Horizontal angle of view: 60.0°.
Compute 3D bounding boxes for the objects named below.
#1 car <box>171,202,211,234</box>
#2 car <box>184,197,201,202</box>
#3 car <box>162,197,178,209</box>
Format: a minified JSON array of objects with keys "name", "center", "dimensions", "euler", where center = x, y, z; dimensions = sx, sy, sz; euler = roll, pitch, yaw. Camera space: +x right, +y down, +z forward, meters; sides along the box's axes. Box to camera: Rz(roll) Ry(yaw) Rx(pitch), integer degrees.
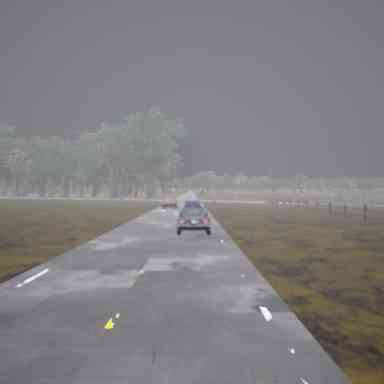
[{"name":"car","center":[0.088,1.512,18.940],"dimensions":[2.033,1.411,5.357],"euler":[0,0,0]},{"name":"car","center":[0.077,1.387,41.572],"dimensions":[1.882,1.535,5.008],"euler":[0,0,0]},{"name":"car","center":[-2.806,1.383,42.790],"dimensions":[1.882,1.535,5.008],"euler":[0,0,1]}]
